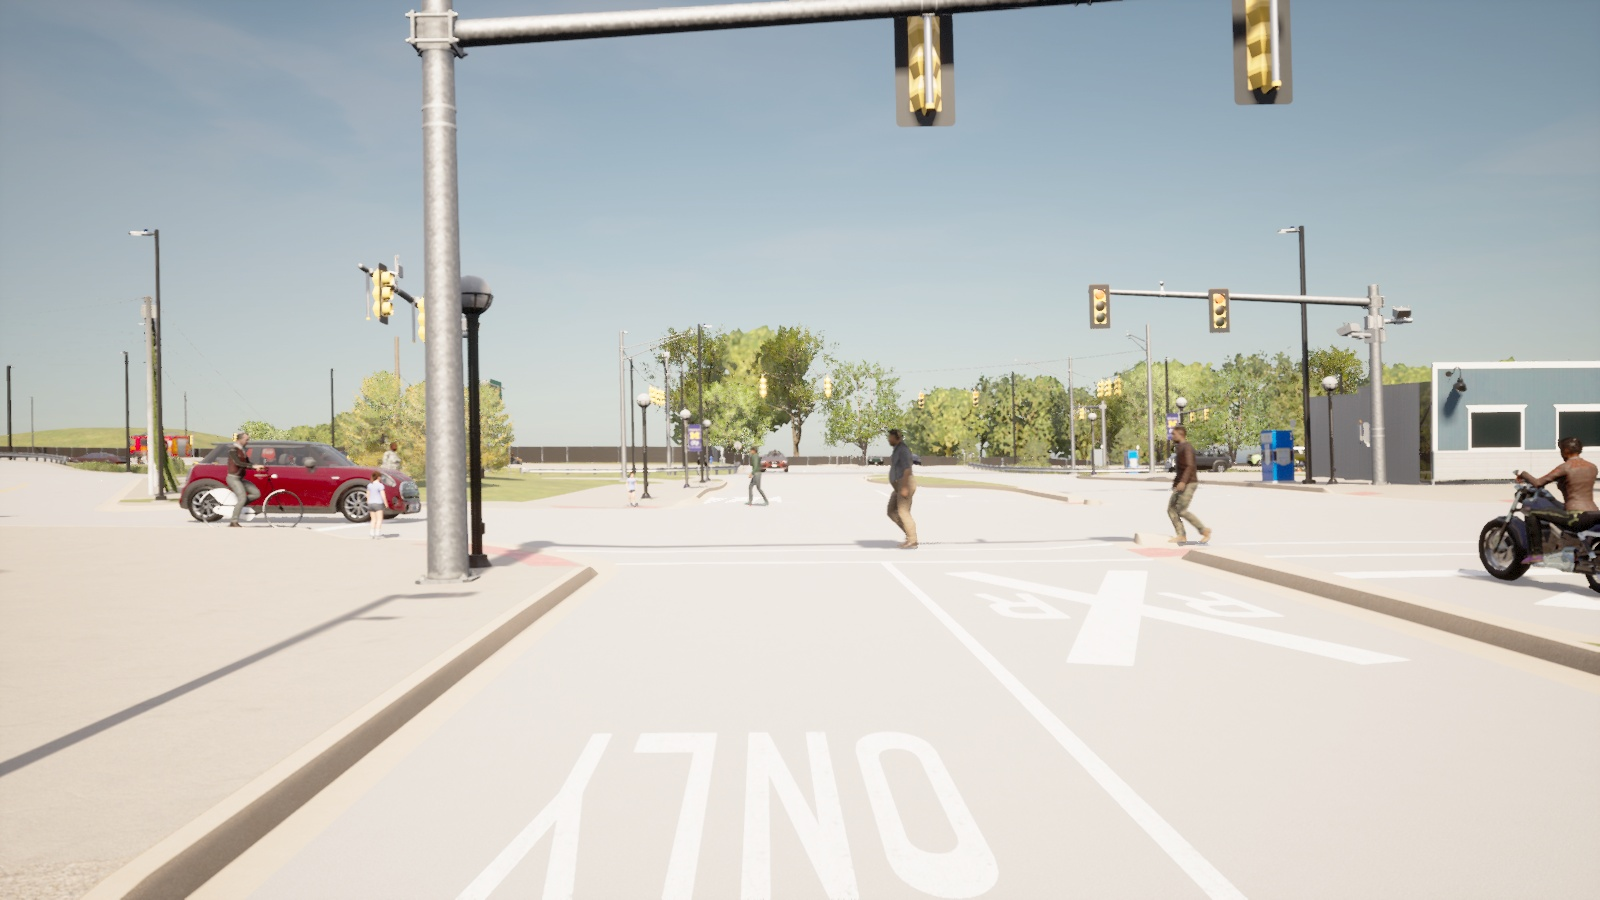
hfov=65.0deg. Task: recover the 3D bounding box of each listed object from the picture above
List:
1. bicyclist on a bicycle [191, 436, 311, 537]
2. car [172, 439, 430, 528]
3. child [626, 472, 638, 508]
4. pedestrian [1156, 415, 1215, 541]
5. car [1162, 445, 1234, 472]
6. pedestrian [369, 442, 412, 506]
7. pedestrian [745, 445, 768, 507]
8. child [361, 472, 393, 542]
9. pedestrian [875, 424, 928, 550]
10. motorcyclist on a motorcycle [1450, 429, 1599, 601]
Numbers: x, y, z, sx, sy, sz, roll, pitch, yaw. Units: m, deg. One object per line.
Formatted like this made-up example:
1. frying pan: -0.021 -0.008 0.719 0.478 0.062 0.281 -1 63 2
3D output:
1. bicyclist on a bicycle: -9.849 0.647 22.565 1.843 1.776 0.659 0 -1 -2
2. car: -10.300 0.690 26.209 4.553 1.767 2.097 0 -1 -2
3. child: -5.261 1.263 39.354 0.255 1.110 0.394 -1 -1 -23
4. pedestrian: 5.767 0.419 18.810 0.703 1.840 0.431 -2 -1 2
5. car: 28.871 0.608 91.228 4.605 1.855 1.932 -1 -1 -1
6. pedestrian: -12.303 0.720 37.761 0.900 1.855 0.874 -2 -1 9
7. pedestrian: -1.318 0.790 38.055 0.614 1.847 0.353 -2 -1 -4
8. child: -6.817 0.918 20.223 0.255 1.110 0.394 -2 -1 27
9. pedestrian: 1.521 0.547 18.866 0.694 1.848 0.540 -2 -1 0
10. motorcyclist on a motorcycle: 7.966 0.609 13.255 0.766 1.649 2.350 -1 1 -6
